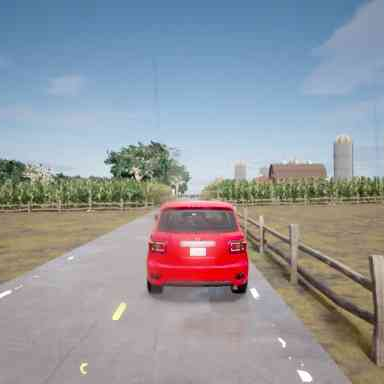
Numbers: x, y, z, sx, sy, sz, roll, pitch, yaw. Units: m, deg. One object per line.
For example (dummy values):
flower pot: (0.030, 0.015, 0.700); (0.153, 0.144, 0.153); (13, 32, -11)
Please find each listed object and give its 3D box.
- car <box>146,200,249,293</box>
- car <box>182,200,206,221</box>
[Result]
car: (0.117, 1.220, 8.959); (2.150, 2.045, 5.566); (0, 0, 0)
car: (0.161, 1.483, 28.126); (1.837, 1.490, 4.892); (0, 0, 0)
